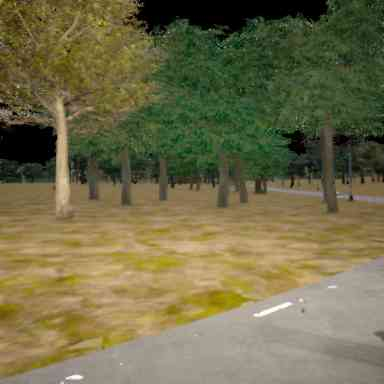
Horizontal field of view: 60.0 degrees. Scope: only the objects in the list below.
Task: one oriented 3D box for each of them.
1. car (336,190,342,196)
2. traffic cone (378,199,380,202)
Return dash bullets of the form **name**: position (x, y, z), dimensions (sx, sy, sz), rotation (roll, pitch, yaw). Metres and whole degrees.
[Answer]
- **car**: position (34.552, 0.310, 80.453), dimensions (1.812, 1.442, 4.674), rotation (-3, 1, 2)
- **traffic cone**: position (31.483, 1.360, 56.045), dimensions (0.340, 0.580, 0.340), rotation (-2, 1, 11)
